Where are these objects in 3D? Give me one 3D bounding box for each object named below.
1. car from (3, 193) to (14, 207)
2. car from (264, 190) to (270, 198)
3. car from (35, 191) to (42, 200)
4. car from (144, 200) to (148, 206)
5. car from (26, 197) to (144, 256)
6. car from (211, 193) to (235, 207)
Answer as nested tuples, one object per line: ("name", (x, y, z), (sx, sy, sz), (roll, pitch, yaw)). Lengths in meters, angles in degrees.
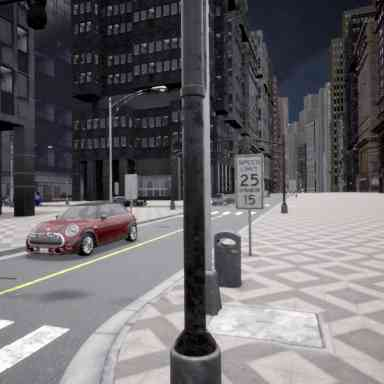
("car", (-24.220, 1.222, 42.305), (4.892, 1.490, 1.837), (0, 0, 19))
("car", (14.467, 0.424, 66.332), (2.128, 1.511, 4.902), (-1, 1, 19))
("car", (-23.151, 0.946, 45.317), (5.566, 2.045, 2.150), (-1, 0, 19))
("car", (-7.281, 1.154, 36.495), (4.718, 1.301, 1.895), (-1, 0, 19))
("car", (-3.918, 1.208, 12.530), (2.097, 1.767, 4.553), (-1, 1, 19))
("car", (3.992, 0.908, 39.456), (1.837, 1.490, 4.892), (1, 2, 39))
